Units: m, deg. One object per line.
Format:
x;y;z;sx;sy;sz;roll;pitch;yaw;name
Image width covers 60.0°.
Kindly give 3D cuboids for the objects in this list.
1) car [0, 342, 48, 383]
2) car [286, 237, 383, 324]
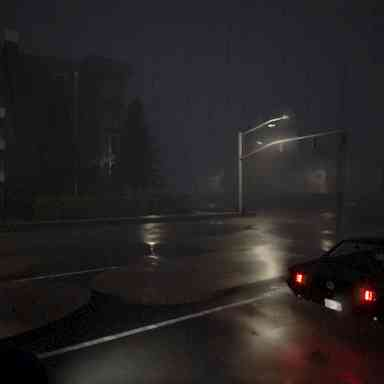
-3.144;1.526;1.517;4.674;1.442;1.812;0;0;-36;car
4.174;1.600;6.845;4.718;1.301;1.895;0;0;-35;car
